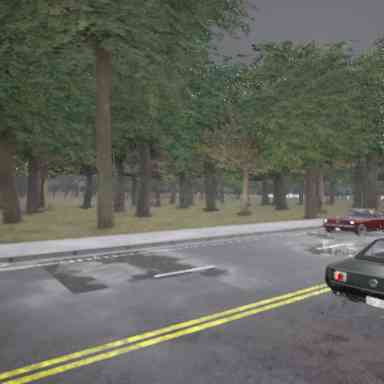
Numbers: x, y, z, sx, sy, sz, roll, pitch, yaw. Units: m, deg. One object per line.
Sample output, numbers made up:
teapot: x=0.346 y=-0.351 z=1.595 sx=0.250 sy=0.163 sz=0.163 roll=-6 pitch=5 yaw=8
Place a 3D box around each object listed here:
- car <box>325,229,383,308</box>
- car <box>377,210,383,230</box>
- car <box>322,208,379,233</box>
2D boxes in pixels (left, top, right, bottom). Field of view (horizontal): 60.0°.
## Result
car: x=4.937 y=1.591 z=6.961 sx=4.718 sy=1.301 sz=1.895 roll=0 pitch=0 yaw=-36
car: x=10.790 y=1.584 z=15.368 sx=4.718 sy=1.301 sz=1.895 roll=0 pitch=0 yaw=-35
car: x=9.228 y=1.584 z=18.246 sx=4.718 sy=1.301 sz=1.895 roll=0 pitch=0 yaw=-35
